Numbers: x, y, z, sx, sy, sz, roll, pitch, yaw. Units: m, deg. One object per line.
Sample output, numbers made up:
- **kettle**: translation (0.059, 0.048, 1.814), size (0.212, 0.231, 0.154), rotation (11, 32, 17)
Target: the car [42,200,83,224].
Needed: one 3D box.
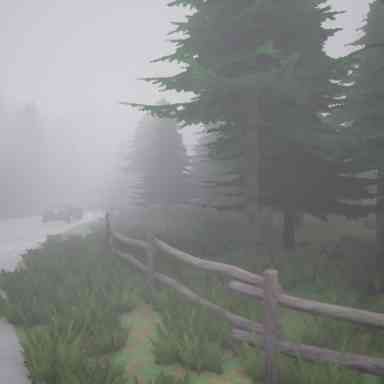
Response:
- **car**: translation (-10.319, 1.532, 26.887), size (2.097, 1.767, 4.553), rotation (0, 0, -4)

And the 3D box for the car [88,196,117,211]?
- **car**: translation (-12.450, 1.542, 46.533), size (2.150, 2.045, 5.566), rotation (0, 0, 10)
